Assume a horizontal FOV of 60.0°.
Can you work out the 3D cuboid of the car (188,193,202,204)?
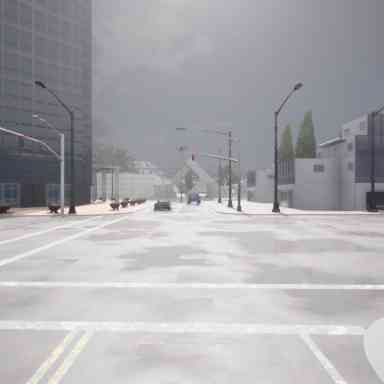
[{"bbox_3d":[0.553,1.221,64.300,2.150,2.045,5.566,0,0,7],"label":"car"}]

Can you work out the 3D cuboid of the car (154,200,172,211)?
[{"bbox_3d":[-3.614,1.601,41.604,1.895,1.301,4.718,0,0,0],"label":"car"}]
